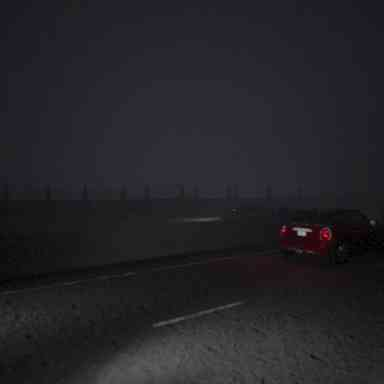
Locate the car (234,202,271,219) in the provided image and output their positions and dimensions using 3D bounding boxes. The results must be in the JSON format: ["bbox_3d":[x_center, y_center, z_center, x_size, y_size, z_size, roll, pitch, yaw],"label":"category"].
[{"bbox_3d":[5.434,1.520,20.757,5.357,1.411,2.033,0,0,-35],"label":"car"}]

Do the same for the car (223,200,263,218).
[{"bbox_3d":[4.970,1.447,29.022,5.008,1.535,1.882,0,0,-35],"label":"car"}]

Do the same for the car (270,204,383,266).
[{"bbox_3d":[5.202,1.331,11.751,4.553,1.767,2.097,0,0,-35],"label":"car"}]
